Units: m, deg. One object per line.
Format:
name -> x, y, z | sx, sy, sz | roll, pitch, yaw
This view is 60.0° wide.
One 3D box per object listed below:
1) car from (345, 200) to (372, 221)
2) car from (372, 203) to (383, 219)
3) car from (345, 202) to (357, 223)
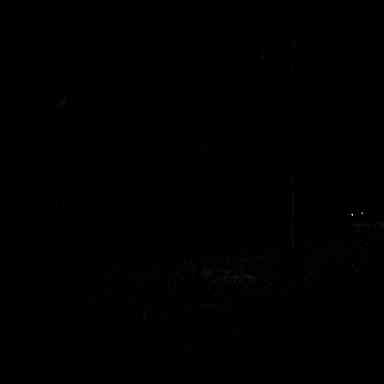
car -> 10.845, 1.209, 26.575 | 2.150, 2.045, 5.566 | 0, 0, -35
car -> 15.844, 1.580, 29.012 | 1.947, 1.339, 4.313 | 0, 0, -35
car -> 9.307, 1.540, 24.354 | 1.947, 1.339, 4.313 | 0, 0, -35
